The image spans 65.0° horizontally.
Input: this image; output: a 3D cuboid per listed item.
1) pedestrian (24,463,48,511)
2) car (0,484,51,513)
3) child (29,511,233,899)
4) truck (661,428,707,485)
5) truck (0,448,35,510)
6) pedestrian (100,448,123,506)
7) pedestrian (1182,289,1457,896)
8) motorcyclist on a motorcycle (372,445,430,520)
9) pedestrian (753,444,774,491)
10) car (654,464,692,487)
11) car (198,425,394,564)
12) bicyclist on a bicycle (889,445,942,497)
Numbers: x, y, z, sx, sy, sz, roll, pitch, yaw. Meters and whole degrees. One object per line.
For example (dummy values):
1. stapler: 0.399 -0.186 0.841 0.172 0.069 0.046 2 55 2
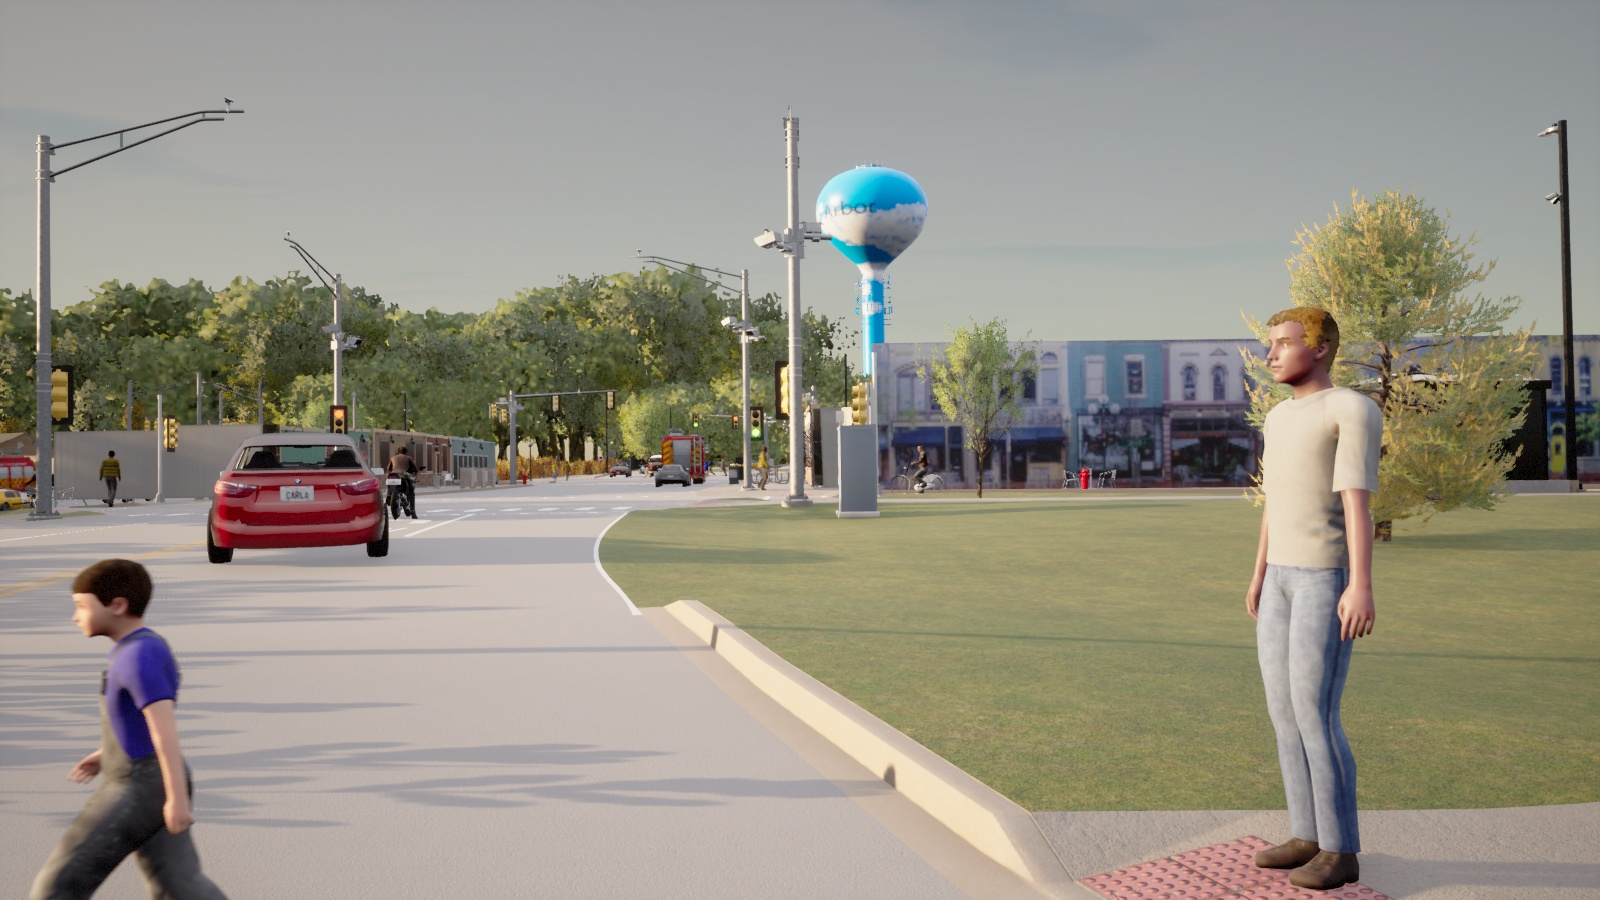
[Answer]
1. pedestrian: -29.542 1.415 48.556 0.703 1.840 0.431 0 -1 -10
2. car: -48.132 2.955 76.170 1.801 1.575 5.366 0 0 5
3. child: -1.747 0.800 3.310 0.437 1.263 0.270 0 -1 -19
4. truck: -8.251 0.489 90.168 2.891 3.827 8.468 -1 -1 -3
5. truck: -51.555 1.881 77.612 2.891 3.827 8.468 -1 0 3
6. pedestrian: -21.990 0.857 40.105 0.431 1.840 0.709 0 -1 -11
7. pedestrian: 1.661 0.428 4.050 0.706 1.836 0.354 0 -1 -11
8. motorcyclist on a motorcycle: -8.374 0.668 26.413 0.797 1.523 2.044 -1 -1 -8
9. pedestrian: -1.446 0.684 49.748 0.726 1.835 0.370 0 -1 -11
10. car: -7.793 1.564 77.201 1.994 1.385 4.181 -1 -1 -2
11. car: -6.994 0.515 17.678 2.242 1.667 4.611 -1 0 -20
12. bicyclist on a bicycle: 4.032 0.730 43.895 1.843 1.776 0.659 0 -1 4
